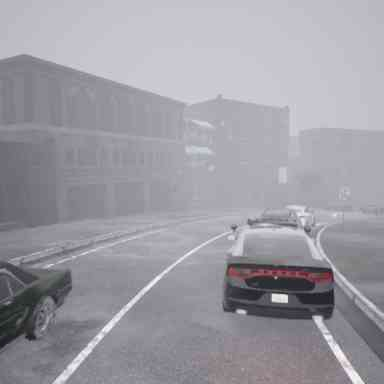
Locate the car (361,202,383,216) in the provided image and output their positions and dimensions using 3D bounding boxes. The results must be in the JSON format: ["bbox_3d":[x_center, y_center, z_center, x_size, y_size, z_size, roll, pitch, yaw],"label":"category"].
[{"bbox_3d":[22.138,1.984,39.580,4.902,1.511,2.128,2,3,-33],"label":"car"}]

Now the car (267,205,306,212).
[{"bbox_3d":[4.437,1.540,16.613,1.837,1.490,4.892,2,0,22],"label":"car"}]

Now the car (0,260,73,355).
[{"bbox_3d":[-3.268,1.575,3.789,1.895,1.301,4.718,0,0,6],"label":"car"}]

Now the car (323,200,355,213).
[{"bbox_3d":[18.298,1.703,41.289,4.892,1.490,1.837,2,2,-35],"label":"car"}]

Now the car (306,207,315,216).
[{"bbox_3d":[6.859,1.603,21.757,1.812,1.442,4.674,2,1,29],"label":"car"}]

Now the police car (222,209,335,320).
[{"bbox_3d":[1.816,1.430,7.637,1.930,1.638,5.238,1,0,10],"label":"police car"}]
